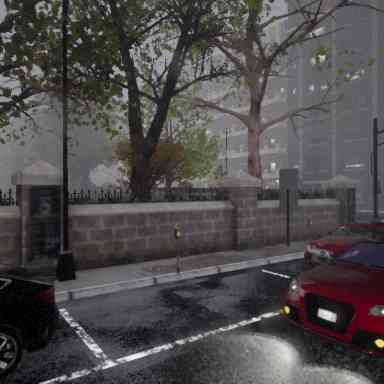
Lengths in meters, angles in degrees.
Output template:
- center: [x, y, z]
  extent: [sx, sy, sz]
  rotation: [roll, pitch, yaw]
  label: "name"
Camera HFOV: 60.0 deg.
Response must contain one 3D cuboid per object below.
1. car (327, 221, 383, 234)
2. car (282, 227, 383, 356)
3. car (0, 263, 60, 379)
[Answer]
- center: [5.243, 1.581, 10.201]
  extent: [4.206, 1.307, 1.802]
  rotation: [0, 0, -35]
  label: "car"
- center: [3.544, 1.564, 5.851]
  extent: [4.181, 1.385, 1.994]
  rotation: [0, 0, -35]
  label: "car"
- center: [-3.830, 1.566, 3.858]
  extent: [4.313, 1.339, 1.947]
  rotation: [0, 0, -35]
  label: "car"
